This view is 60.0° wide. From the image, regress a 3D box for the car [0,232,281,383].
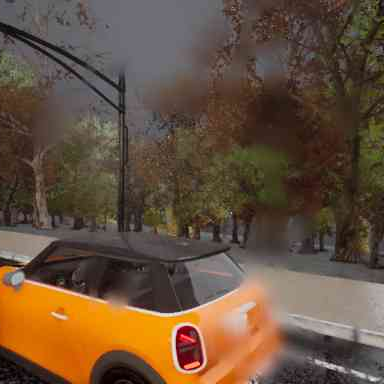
[{"bbox_3d":[-1.239,1.351,4.580,4.553,1.767,2.097,0,0,36],"label":"car"}]
